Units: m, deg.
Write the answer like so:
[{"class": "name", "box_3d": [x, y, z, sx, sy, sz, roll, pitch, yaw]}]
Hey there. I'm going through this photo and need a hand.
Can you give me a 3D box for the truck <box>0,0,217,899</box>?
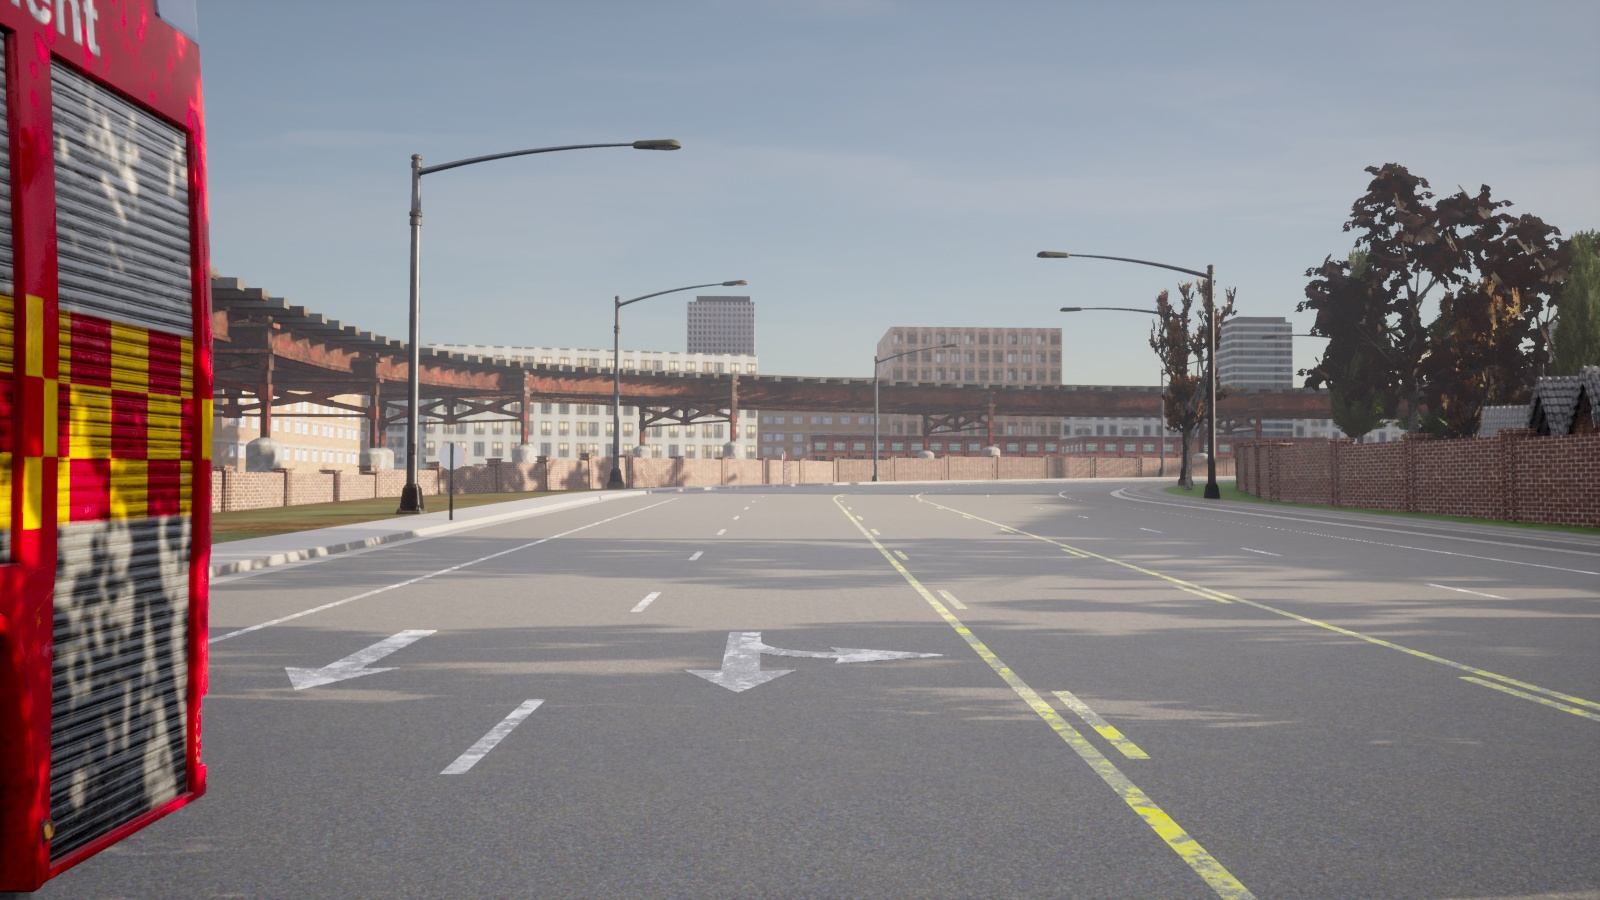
[{"class": "truck", "box_3d": [-3.504, -0.332, 0.213, 2.891, 3.827, 8.468, 0, -1, 0]}]
